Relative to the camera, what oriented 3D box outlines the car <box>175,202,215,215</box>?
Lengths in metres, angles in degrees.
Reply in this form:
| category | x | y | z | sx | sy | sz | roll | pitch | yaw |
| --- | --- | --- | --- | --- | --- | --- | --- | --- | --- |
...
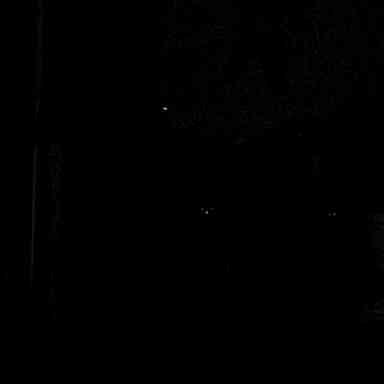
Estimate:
| category | x | y | z | sx | sy | sz | roll | pitch | yaw |
| --- | --- | --- | --- | --- | --- | --- | --- | --- | --- |
| car | 0.180 | 1.667 | 34.289 | 1.895 | 1.301 | 4.718 | 2 | -1 | -35 |

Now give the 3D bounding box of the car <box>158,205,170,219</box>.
| category | x | y | z | sx | sy | sz | roll | pitch | yaw |
| --- | --- | --- | --- | --- | --- | --- | --- | --- | --- |
| car | -3.940 | 1.478 | 28.530 | 2.033 | 1.411 | 5.357 | 2 | -1 | -35 |

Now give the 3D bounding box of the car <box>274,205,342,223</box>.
| category | x | y | z | sx | sy | sz | roll | pitch | yaw |
| --- | --- | --- | --- | --- | --- | --- | --- | --- | --- |
| car | 9.294 | 1.724 | 27.098 | 2.033 | 1.411 | 5.357 | 2 | -1 | -35 |
